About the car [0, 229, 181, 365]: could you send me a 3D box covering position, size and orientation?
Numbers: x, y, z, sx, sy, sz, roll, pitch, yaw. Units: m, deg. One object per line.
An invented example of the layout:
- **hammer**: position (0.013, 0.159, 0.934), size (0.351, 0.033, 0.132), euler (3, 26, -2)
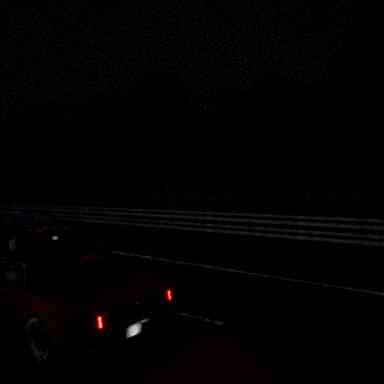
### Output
- **car**: position (-2.592, 1.597, 5.838), size (4.718, 1.301, 1.895), euler (0, 0, 36)

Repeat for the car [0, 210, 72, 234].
- **car**: position (-6.847, 1.467, 13.180), size (5.008, 1.535, 1.882), euler (0, 0, 36)
